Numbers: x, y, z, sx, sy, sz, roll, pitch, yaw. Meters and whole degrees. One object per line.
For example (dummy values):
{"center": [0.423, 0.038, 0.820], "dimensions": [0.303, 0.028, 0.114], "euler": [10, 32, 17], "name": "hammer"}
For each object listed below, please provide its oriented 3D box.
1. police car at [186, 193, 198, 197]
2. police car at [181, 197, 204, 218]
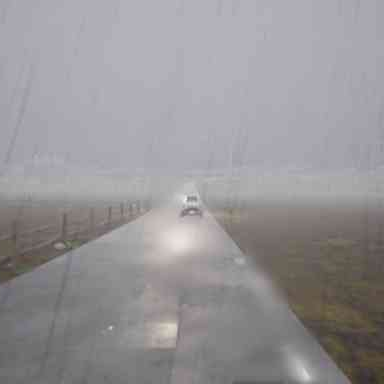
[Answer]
{"center": [0.012, 0.967, 59.237], "dimensions": [1.930, 1.638, 5.238], "euler": [0, 1, 0], "name": "police car"}
{"center": [0.023, 1.497, 29.808], "dimensions": [2.038, 1.542, 4.974], "euler": [0, 0, 0], "name": "police car"}
